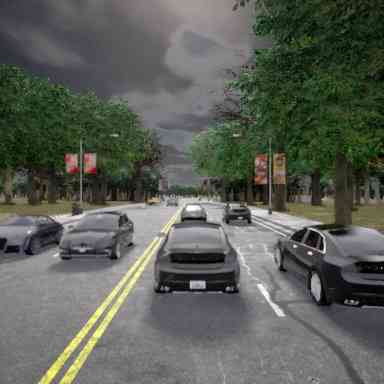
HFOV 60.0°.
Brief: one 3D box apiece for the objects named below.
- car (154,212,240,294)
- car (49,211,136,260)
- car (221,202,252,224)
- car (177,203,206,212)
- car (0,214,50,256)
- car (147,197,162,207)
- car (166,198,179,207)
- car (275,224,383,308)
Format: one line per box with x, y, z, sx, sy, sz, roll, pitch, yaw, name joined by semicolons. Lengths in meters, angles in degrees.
0.111;1.520;8.776;1.837;1.490;4.892;0;0;0;car
-3.334;1.529;12.523;1.837;1.490;4.892;0;0;0;car
3.384;1.568;25.712;1.837;1.490;4.892;0;0;0;car
0.131;1.627;26.246;1.994;1.385;4.181;0;0;0;car
-6.586;1.590;13.124;1.994;1.385;4.181;0;0;0;car
-6.282;1.637;55.785;1.882;1.535;5.008;0;0;3;car
-3.181;1.716;55.781;1.837;1.490;4.892;0;0;0;car
3.361;1.518;7.965;1.837;1.490;4.892;0;0;0;car
